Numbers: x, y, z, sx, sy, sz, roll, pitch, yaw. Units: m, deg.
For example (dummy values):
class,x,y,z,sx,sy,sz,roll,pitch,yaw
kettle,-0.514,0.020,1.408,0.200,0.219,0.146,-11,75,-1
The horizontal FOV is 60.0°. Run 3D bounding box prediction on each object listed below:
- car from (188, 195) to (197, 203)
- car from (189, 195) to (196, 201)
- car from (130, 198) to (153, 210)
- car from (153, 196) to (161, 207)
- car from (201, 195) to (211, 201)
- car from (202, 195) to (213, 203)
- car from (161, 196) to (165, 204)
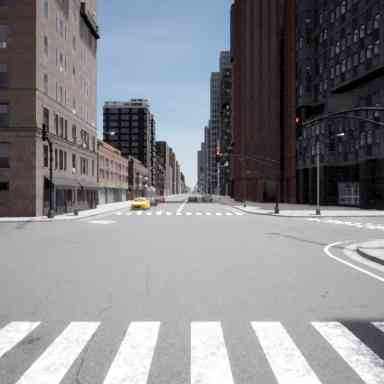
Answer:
class,x,y,z,sx,sy,sz,roll,pitch,yaw
car,0.113,1.483,70.978,1.882,1.535,5.008,0,0,0
car,0.130,1.450,81.397,1.882,1.535,5.008,0,0,0
car,-6.531,1.485,42.203,1.882,1.535,5.008,0,0,0
car,-6.504,1.572,52.227,1.994,1.385,4.181,0,0,1
car,3.379,1.497,81.393,2.128,1.511,4.902,0,0,0
car,3.363,1.530,70.973,2.128,1.511,4.902,0,0,0
car,-6.425,1.486,66.430,1.882,1.535,5.008,0,0,1
